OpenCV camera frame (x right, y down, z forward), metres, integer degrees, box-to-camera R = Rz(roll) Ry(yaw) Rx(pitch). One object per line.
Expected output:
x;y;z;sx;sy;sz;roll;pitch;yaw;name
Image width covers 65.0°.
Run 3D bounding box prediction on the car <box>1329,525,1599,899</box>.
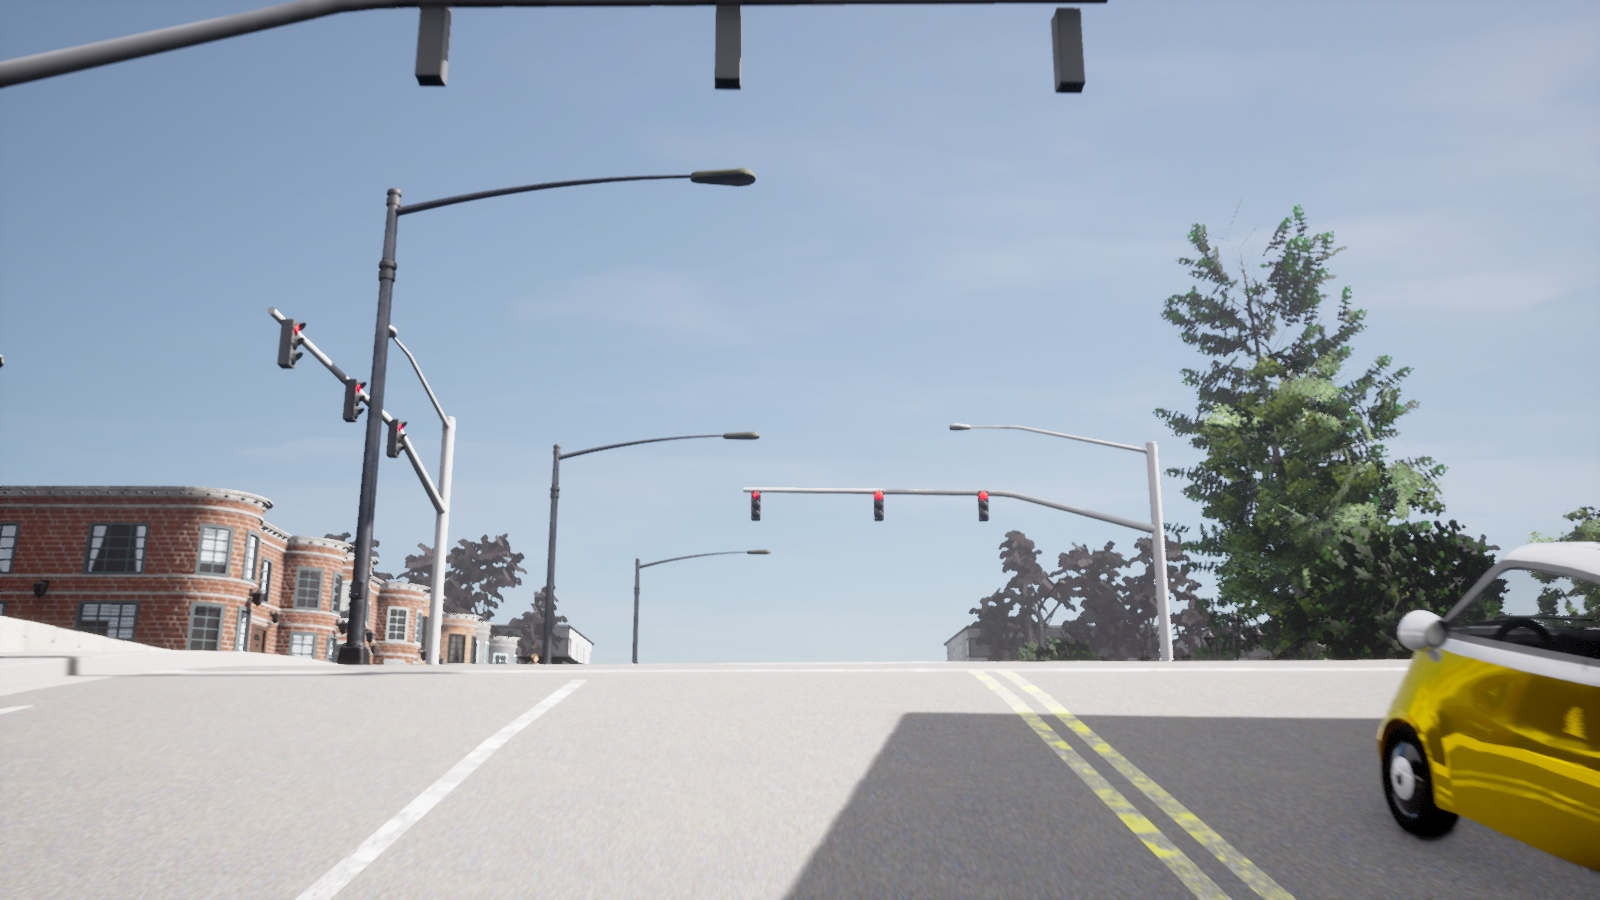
3.468;1.061;5.357;1.481;1.376;2.207;0;-1;0;car
